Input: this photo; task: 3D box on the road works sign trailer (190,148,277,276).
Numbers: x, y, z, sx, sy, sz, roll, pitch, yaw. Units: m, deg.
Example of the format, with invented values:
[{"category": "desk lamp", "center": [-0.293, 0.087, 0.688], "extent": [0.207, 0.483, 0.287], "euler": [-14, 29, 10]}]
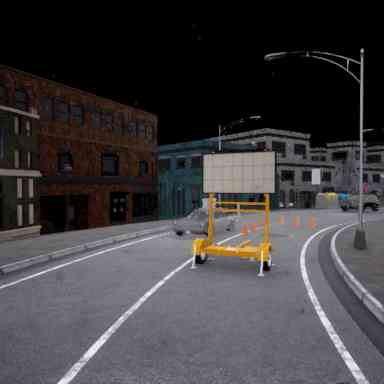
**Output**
[{"category": "road works sign trailer", "center": [1.519, 0.461, 10.603], "extent": [2.380, 3.560, 2.880], "euler": [0, 0, 24]}]

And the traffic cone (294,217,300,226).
[{"category": "traffic cone", "center": [7.055, 1.969, 22.280], "extent": [0.340, 0.580, 0.340], "euler": [1, 0, 24]}]

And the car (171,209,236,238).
[{"category": "car", "center": [0.760, 1.574, 17.659], "extent": [1.895, 1.301, 4.718], "euler": [1, 0, 26]}]

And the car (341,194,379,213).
[{"category": "car", "center": [19.482, 1.289, 38.486], "extent": [5.566, 2.045, 2.150], "euler": [1, 1, -37]}]
